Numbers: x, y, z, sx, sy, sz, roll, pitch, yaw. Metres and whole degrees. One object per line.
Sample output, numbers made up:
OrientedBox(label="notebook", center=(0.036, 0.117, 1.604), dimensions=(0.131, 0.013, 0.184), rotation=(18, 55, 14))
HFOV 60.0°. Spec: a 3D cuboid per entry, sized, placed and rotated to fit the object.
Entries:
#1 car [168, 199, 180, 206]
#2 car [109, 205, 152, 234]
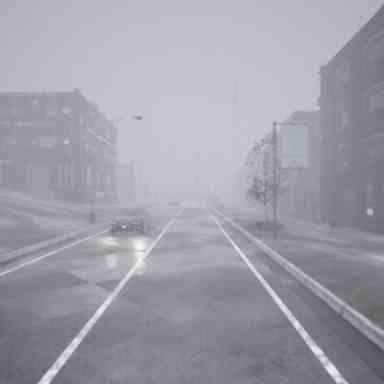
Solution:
OrientedBox(label="car", center=(-3.158, 1.873, 59.908), dimensions=(1.994, 1.385, 4.181), rotation=(0, 0, 1))
OrientedBox(label="car", center=(-3.480, 1.565, 19.566), dimensions=(1.837, 1.490, 4.892), rotation=(0, 0, 0))
